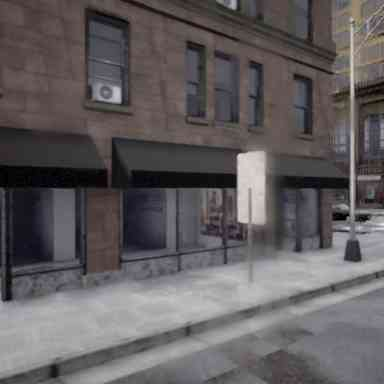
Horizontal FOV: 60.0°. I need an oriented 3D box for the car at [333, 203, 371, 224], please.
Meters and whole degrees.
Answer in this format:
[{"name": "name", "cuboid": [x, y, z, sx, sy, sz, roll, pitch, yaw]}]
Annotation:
[{"name": "car", "cuboid": [11.210, 1.566, 25.859, 1.882, 1.535, 5.008, 0, 0, -36]}]
